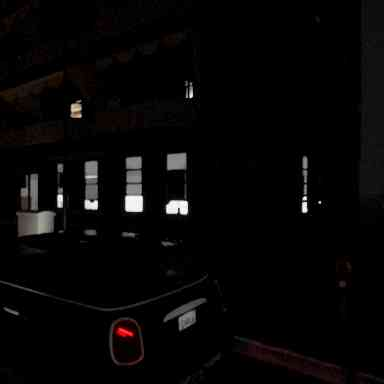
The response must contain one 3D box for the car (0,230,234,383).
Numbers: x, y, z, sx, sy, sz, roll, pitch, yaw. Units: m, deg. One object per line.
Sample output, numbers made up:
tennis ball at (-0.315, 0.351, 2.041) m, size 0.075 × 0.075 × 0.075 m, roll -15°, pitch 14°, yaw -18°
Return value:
car at (-1.778, 1.321, 4.663) m, size 4.553 × 1.767 × 2.097 m, roll 1°, pitch 0°, yaw 36°
